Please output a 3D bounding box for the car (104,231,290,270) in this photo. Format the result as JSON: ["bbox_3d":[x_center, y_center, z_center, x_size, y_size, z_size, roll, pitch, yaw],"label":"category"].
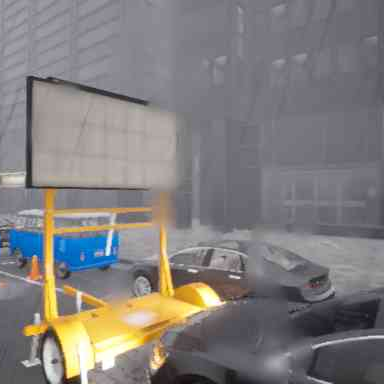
[{"bbox_3d":[0.510,1.644,6.759,4.403,1.369,2.008,0,-1,37],"label":"car"}]

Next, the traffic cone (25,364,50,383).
[{"bbox_3d":[-1.740,2.109,3.372,0.580,0.340,0.340,0,-1,41],"label":"traffic cone"}]

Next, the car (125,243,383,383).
[{"bbox_3d":[1.816,1.532,2.448,4.892,1.490,1.837,2,0,36],"label":"car"}]

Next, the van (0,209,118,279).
[{"bbox_3d":[-4.002,1.448,10.137,3.998,1.788,1.690,0,-1,37],"label":"van"}]

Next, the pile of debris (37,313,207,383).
[{"bbox_3d":[-0.907,2.224,4.754,1.500,0.140,1.860,0,-1,33],"label":"pile of debris"}]

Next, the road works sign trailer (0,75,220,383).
[{"bbox_3d":[-1.229,0.375,4.842,2.380,3.560,2.880,1,-1,-45],"label":"road works sign trailer"}]
